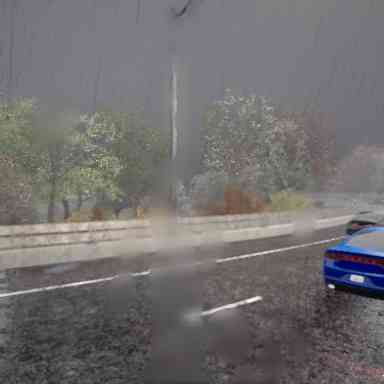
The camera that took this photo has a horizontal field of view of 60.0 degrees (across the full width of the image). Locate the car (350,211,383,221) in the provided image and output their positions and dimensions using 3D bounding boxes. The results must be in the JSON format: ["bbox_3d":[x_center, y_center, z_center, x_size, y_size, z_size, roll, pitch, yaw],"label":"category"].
[{"bbox_3d":[9.513,1.734,17.065,1.837,1.490,4.892,0,0,45],"label":"car"}]

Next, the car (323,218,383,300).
[{"bbox_3d":[5.146,1.592,8.169,5.008,1.535,1.882,1,-1,-40],"label":"car"}]
